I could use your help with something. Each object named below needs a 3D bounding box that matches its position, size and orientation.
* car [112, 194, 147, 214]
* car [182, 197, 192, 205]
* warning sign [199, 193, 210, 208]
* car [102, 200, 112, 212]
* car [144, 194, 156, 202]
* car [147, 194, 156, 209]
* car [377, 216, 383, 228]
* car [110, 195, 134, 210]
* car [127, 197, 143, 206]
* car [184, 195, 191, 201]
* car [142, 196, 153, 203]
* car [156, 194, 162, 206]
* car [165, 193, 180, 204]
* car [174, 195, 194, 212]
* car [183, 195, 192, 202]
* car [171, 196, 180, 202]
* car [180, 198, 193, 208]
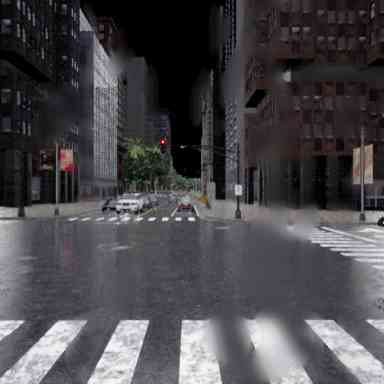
[{"bbox_3d":[-6.540,1.206,35.522,2.150,2.045,5.566,0,0,-1],"label":"car"},{"bbox_3d":[-0.909,1.574,60.658,1.887,1.381,4.507,0,0,-1],"label":"car"},{"bbox_3d":[1.567,1.112,42.650,1.300,1.860,1.060,0,0,-1],"label":"warning sign"},{"bbox_3d":[-9.235,1.556,38.884,1.947,1.339,4.313,0,0,-1],"label":"car"},{"bbox_3d":[-9.583,1.381,76.865,2.192,1.841,5.009,0,0,-1],"label":"car"},{"bbox_3d":[-6.627,1.354,45.547,2.097,1.767,4.553,0,0,0],"label":"car"},{"bbox_3d":[14.096,1.778,20.943,4.181,1.385,1.994,1,0,0],"label":"car"},{"bbox_3d":[-9.285,1.314,44.310,2.192,1.841,5.009,0,0,-1],"label":"car"},{"bbox_3d":[-9.382,1.544,54.991,1.752,1.417,4.829,0,0,-1],"label":"car"},{"bbox_3d":[-1.157,1.533,87.782,1.967,1.590,4.097,0,0,-1],"label":"car"},{"bbox_3d":[-9.532,1.635,71.439,1.802,1.307,4.206,0,0,-1],"label":"car"},{"bbox_3d":[-6.709,1.372,55.748,2.097,1.767,4.553,0,0,0],"label":"car"},{"bbox_3d":[-3.614,1.532,65.601,2.128,1.511,4.902,0,0,0],"label":"car"},{"bbox_3d":[-0.711,1.430,38.959,1.967,1.590,4.097,0,0,-1],"label":"car"},{"bbox_3d":[-1.107,1.519,82.357,1.967,1.590,4.097,0,0,-1],"label":"car"},{"bbox_3d":[-3.803,1.659,75.790,1.895,1.301,4.718,0,0,-1],"label":"car"},{"bbox_3d":[-0.809,1.591,49.808,1.802,1.307,4.206,0,0,-1],"label":"car"}]
